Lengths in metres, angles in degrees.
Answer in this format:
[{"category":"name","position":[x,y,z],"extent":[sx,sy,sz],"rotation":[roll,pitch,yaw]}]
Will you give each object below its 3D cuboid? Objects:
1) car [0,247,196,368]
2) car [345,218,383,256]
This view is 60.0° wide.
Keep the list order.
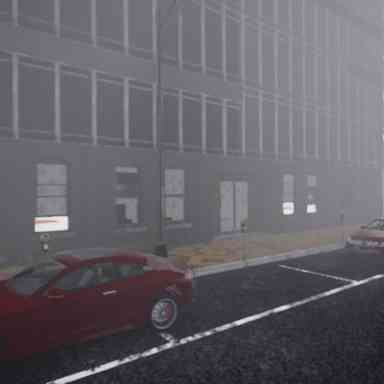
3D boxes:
[{"category":"car","position":[-1.846,1.604,5.257],"extent":[4.206,1.307,1.802],"rotation":[0,0,-37]},{"category":"car","position":[7.265,1.596,12.100],"extent":[4.206,1.307,1.802],"rotation":[0,0,-37]}]
